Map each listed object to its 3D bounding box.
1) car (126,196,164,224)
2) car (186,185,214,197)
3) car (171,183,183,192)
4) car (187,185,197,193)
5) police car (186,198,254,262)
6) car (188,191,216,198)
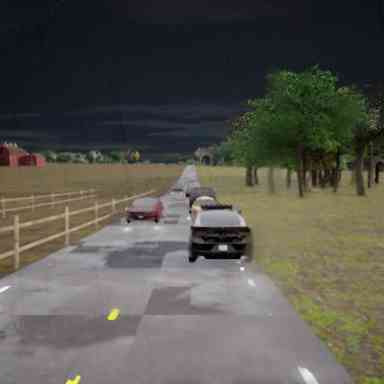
[{"bbox_3d":[-2.840,1.025,20.935,1.882,1.535,5.008,0,2,0],"label":"car"},{"bbox_3d":[0.837,0.563,27.332,2.150,2.045,5.566,0,2,0],"label":"car"},{"bbox_3d":[-2.762,-0.903,62.300,2.097,1.767,4.553,0,3,1],"label":"car"},{"bbox_3d":[0.026,-0.632,61.908,1.895,1.301,4.718,0,3,0],"label":"car"},{"bbox_3d":[0.830,1.220,11.430,1.930,1.638,5.238,0,1,0],"label":"police car"},{"bbox_3d":[0.834,0.985,21.504,1.801,1.575,5.366,0,2,0],"label":"car"}]
